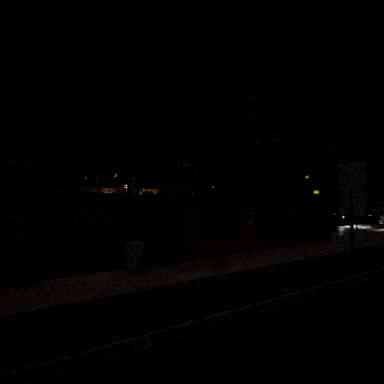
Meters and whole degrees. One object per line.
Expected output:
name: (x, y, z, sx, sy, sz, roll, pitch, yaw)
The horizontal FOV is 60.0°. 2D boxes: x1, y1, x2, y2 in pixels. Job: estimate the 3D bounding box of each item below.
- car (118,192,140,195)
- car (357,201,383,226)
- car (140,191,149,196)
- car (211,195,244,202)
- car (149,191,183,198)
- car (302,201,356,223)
car: (-9.730, 0.671, 48.342, 1.812, 1.442, 4.674, -2, 2, -34)
car: (11.673, 1.310, 21.780, 2.033, 1.411, 5.357, -2, 2, -33)
car: (-7.415, 0.571, 49.989, 2.128, 1.511, 4.902, -2, 2, -35)
car: (3.284, 1.101, 29.385, 1.837, 1.490, 4.892, -2, 2, -35)
car: (-2.673, 0.740, 38.015, 2.097, 1.767, 4.553, -2, 2, -34)
car: (8.222, 1.338, 22.259, 1.994, 1.385, 4.181, -2, 2, -36)
